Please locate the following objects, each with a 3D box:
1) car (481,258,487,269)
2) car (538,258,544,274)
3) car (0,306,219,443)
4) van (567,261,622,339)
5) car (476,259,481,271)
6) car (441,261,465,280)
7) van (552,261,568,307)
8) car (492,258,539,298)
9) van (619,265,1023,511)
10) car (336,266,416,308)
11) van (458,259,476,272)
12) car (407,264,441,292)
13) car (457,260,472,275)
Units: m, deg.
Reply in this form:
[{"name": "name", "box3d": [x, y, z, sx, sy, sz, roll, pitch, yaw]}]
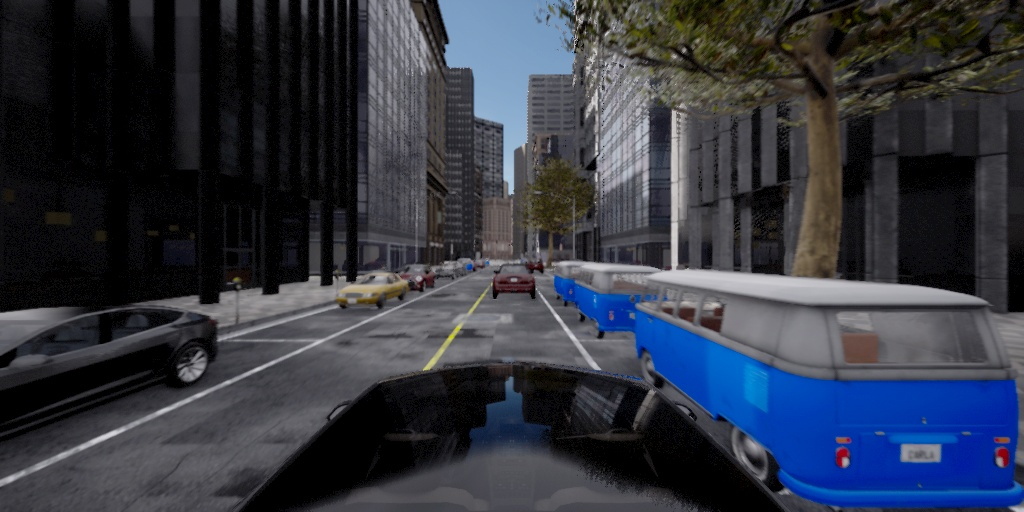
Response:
[{"name": "car", "box3d": [-5.763, 1.342, 60.450, 1.967, 1.591, 4.097, 0, 0, 0]}, {"name": "car", "box3d": [2.762, 1.169, 43.598, 2.192, 1.841, 5.009, 0, 0, 0]}, {"name": "car", "box3d": [-5.762, 1.322, 4.263, 1.948, 1.339, 4.313, 0, 0, 0]}, {"name": "van", "box3d": [2.763, 1.109, 9.888, 1.690, 1.789, 3.998, 0, 0, 0]}, {"name": "car", "box3d": [-5.763, 1.415, 49.212, 1.888, 1.381, 4.507, 0, 0, 0]}, {"name": "car", "box3d": [-5.763, 1.375, 32.356, 2.007, 1.370, 4.403, 0, 0, 0]}, {"name": "van", "box3d": [2.763, 1.123, 15.506, 1.690, 1.789, 3.998, 0, 0, 0]}, {"name": "car", "box3d": [0.099, 1.142, 18.860, 2.097, 1.767, 4.553, 0, 0, 0]}, {"name": "van", "box3d": [2.763, 1.097, 4.270, 1.690, 1.789, 3.998, 0, 0, 0]}, {"name": "car", "box3d": [-5.762, 1.308, 15.330, 1.751, 1.417, 4.829, 0, 0, 0]}, {"name": "van", "box3d": [-5.763, 1.195, 43.594, 1.690, 1.789, 3.998, 0, 0, 0]}, {"name": "car", "box3d": [-5.762, 1.236, 21.119, 1.967, 1.591, 4.097, 0, 0, 0]}, {"name": "car", "box3d": [-5.763, 1.390, 37.975, 2.007, 1.370, 4.403, 0, 0, 0]}]
